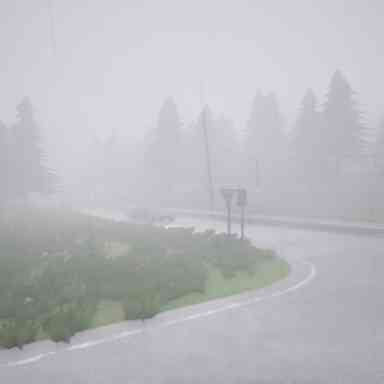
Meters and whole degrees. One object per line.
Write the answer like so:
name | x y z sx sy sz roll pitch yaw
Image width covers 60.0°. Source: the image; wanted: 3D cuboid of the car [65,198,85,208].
car | -19.220 1.706 54.601 1.837 1.490 4.892 0 0 -36

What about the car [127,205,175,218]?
car | -3.364 1.734 26.241 2.033 1.411 5.357 0 0 -36

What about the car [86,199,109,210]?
car | -13.150 1.692 46.187 2.128 1.511 4.902 0 0 -35

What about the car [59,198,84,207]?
car | -16.519 1.679 44.736 2.128 1.511 4.902 0 0 -35

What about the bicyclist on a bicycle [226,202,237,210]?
bicyclist on a bicycle | 3.455 1.507 28.771 1.656 1.620 0.582 -11 6 -35
